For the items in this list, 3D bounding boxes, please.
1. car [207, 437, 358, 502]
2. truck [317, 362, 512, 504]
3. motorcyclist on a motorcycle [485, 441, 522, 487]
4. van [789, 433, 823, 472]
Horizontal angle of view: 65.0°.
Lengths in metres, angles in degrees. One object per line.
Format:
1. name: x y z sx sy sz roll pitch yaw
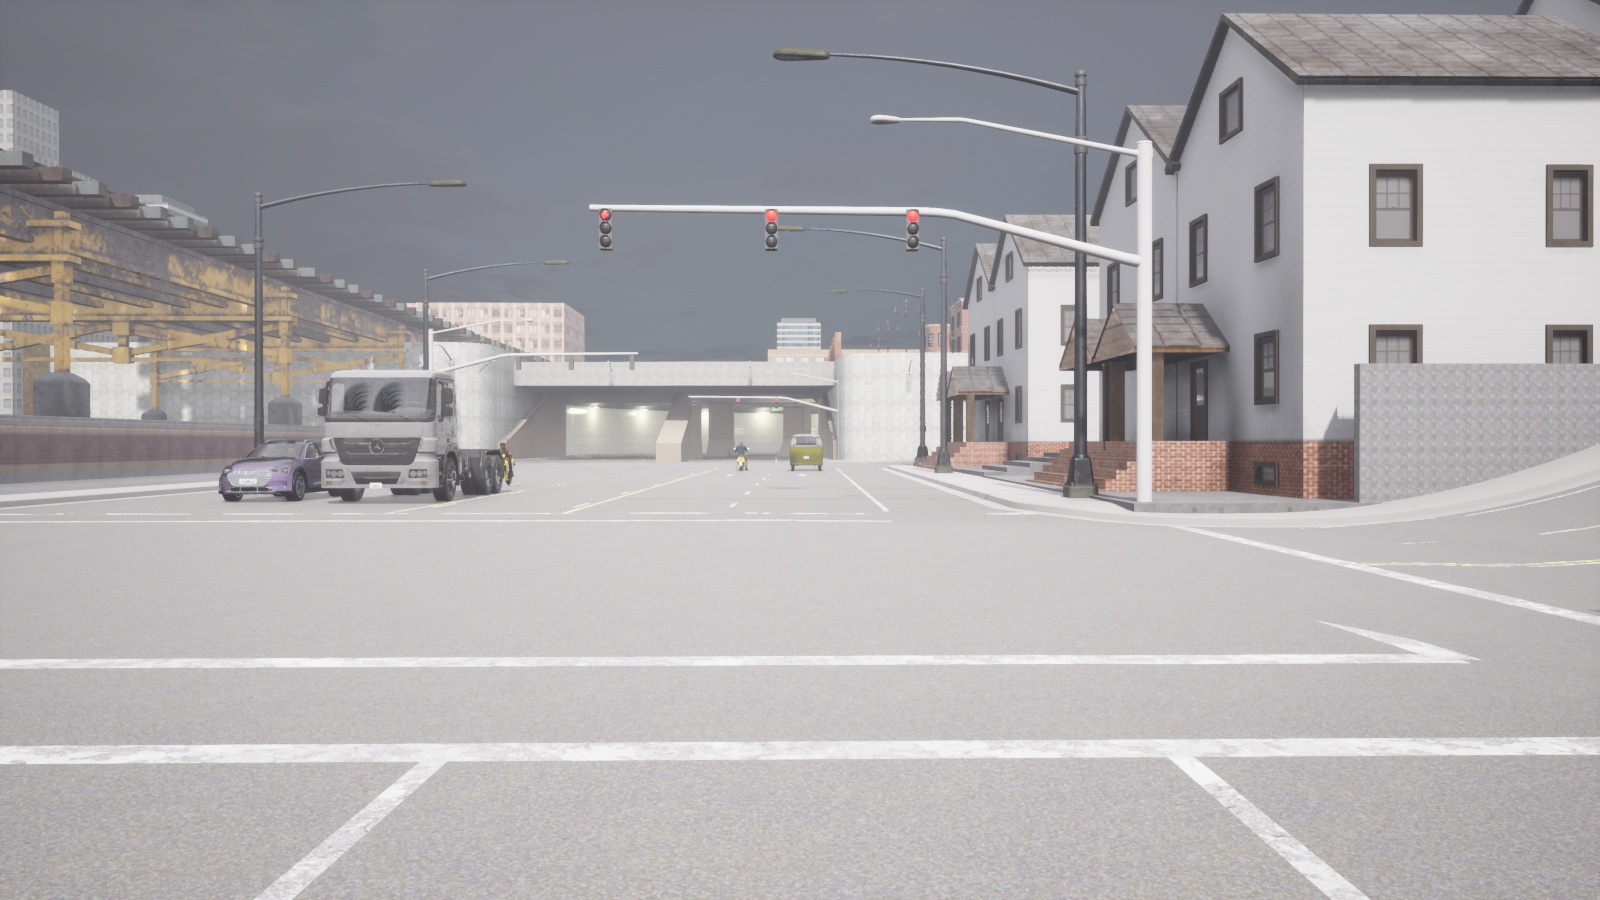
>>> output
1. car: -13.823 0.474 33.899 2.033 1.649 4.856 0 0 0
2. truck: -10.315 -0.439 34.598 2.891 3.462 7.936 0 0 0
3. motorcyclist on a motorcycle: -10.277 0.470 43.538 0.797 1.523 2.044 0 1 0
4. van: 0.340 0.117 67.674 1.775 1.987 4.442 0 0 0
